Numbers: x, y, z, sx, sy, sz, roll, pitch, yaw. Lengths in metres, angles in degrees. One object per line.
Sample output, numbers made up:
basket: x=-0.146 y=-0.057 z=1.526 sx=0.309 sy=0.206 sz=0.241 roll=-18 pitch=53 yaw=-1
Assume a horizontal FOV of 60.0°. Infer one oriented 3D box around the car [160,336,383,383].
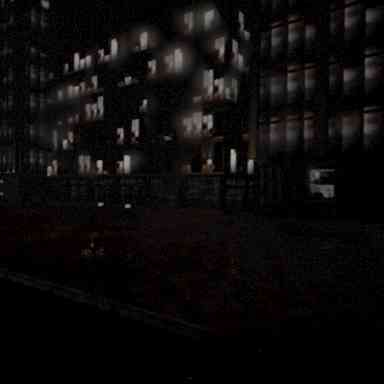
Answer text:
car: x=1.567 y=1.569 z=1.748 sx=4.313 sy=1.339 sz=1.947 roll=0 pitch=1 yaw=36
